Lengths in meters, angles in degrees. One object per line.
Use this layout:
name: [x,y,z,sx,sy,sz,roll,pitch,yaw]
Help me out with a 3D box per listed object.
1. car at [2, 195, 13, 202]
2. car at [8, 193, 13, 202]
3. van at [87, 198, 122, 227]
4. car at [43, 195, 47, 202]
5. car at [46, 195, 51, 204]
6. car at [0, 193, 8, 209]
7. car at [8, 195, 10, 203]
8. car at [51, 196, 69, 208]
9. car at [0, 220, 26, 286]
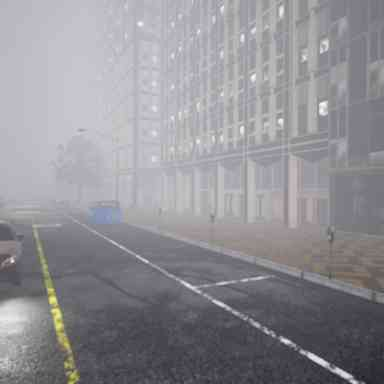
car: [-41.501,1.485,74.772,1.947,1.339,4.313,0,0,-27]
car: [-38.878,1.455,69.525,1.752,1.417,4.829,0,0,-27]
van: [-5.980,1.348,22.468,1.690,1.788,3.998,0,0,-27]
car: [-28.910,1.509,68.329,2.008,1.369,4.403,0,0,-27]
car: [-23.815,1.524,58.137,2.008,1.369,4.403,0,0,-27]
car: [-26.215,1.281,44.198,2.192,1.841,5.009,0,0,-27]
car: [-31.311,1.536,54.390,1.802,1.307,4.206,0,0,-27]
car: [-18.719,1.537,47.945,2.008,1.369,4.403,0,0,-27]
car: [-5.614,1.523,9.022,1.812,1.442,4.674,0,0,-27]
